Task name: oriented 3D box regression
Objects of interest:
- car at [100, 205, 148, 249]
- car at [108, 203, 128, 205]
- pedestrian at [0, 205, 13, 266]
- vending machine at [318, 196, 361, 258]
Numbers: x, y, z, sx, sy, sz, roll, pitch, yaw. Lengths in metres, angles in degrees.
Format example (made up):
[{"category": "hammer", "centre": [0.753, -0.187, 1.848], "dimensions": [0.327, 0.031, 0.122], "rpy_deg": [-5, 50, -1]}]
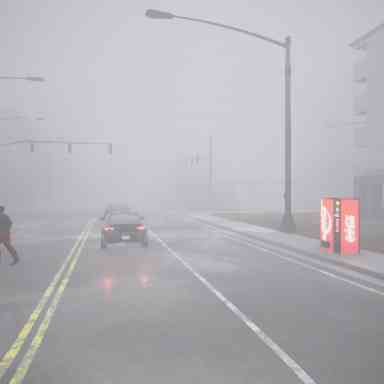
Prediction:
[{"category": "car", "centre": [-3.027, 1.526, 14.638], "dimensions": [1.812, 1.442, 4.674], "rpy_deg": [0, 0, -14]}, {"category": "car", "centre": [-5.250, 1.478, 23.414], "dimensions": [1.882, 1.535, 5.008], "rpy_deg": [0, 0, -14]}, {"category": "pedestrian", "centre": [-5.755, 1.294, 10.097], "dimensions": [0.375, 1.860, 0.375], "rpy_deg": [0, 0, -14]}, {"category": "vending machine", "centre": [5.230, 1.195, 11.823], "dimensions": [1.100, 2.100, 0.880], "rpy_deg": [0, 0, -14]}]
